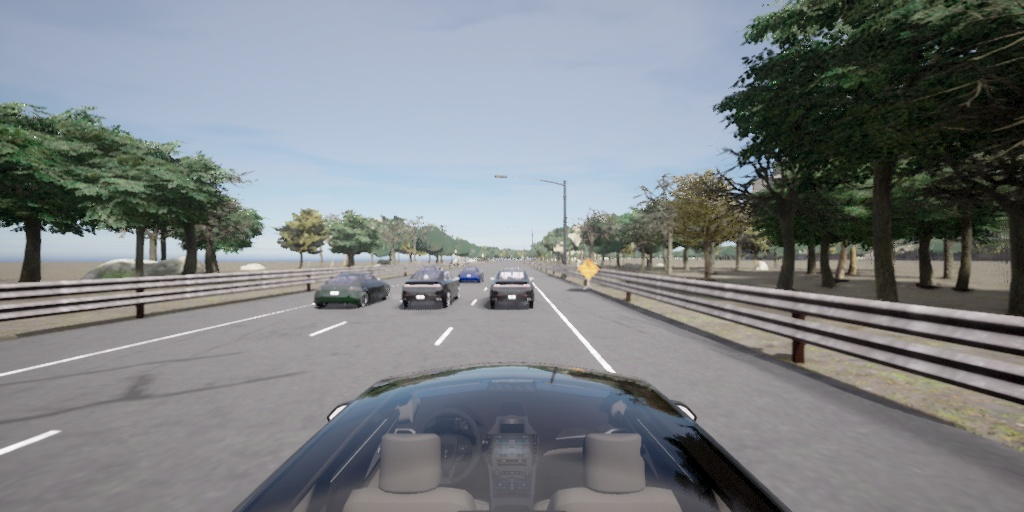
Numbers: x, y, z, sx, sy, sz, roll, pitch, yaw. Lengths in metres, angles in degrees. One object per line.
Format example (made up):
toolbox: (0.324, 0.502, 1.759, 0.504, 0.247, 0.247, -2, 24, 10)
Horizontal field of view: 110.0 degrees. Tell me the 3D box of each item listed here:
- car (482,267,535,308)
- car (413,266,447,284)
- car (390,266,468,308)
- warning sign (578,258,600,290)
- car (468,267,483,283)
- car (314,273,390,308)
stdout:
car: (-0.001, 1.378, 16.148, 2.128, 1.511, 4.902, 0, 0, 0)
car: (-7.006, 1.593, 31.144, 1.994, 1.385, 4.181, 0, -1, 0)
car: (-3.501, 1.378, 16.150, 2.128, 1.511, 4.902, 0, 0, 0)
warning sign: (4.544, 1.049, 21.273, 1.300, 1.860, 1.060, 0, 0, 0)
car: (-3.505, 1.593, 31.131, 1.994, 1.385, 4.181, 0, -1, 0)
car: (-7.000, 1.450, 16.156, 1.994, 1.385, 4.181, 0, 0, 0)
